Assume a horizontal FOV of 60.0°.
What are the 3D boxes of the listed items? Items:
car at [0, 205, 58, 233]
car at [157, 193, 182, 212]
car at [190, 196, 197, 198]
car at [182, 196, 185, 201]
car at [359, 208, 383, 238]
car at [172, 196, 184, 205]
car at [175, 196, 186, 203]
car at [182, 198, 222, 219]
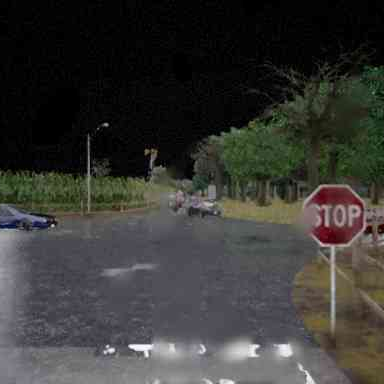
[{"bbox_3d":[-10.194,1.395,18.032,5.357,1.411,2.033,1,-1,0],"label":"car"},{"bbox_3d":[-2.699,1.218,38.804,2.150,2.045,5.566,0,0,1],"label":"car"},{"bbox_3d":[0.441,1.567,80.532,1.994,1.385,4.181,0,0,0],"label":"car"},{"bbox_3d":[-2.603,1.219,49.171,2.150,2.045,5.566,0,0,1],"label":"car"},{"bbox_3d":[9.290,1.578,17.564,5.008,1.535,1.882,1,-3,-17],"label":"car"},{"bbox_3d":[-2.480,1.525,59.512,1.812,1.442,4.674,0,0,1],"label":"car"},{"bbox_3d":[-2.383,1.544,69.905,2.033,1.411,5.357,0,0,0],"label":"car"},{"bbox_3d":[1.066,1.522,29.700,1.812,1.442,4.674,-1,0,-23],"label":"car"}]
